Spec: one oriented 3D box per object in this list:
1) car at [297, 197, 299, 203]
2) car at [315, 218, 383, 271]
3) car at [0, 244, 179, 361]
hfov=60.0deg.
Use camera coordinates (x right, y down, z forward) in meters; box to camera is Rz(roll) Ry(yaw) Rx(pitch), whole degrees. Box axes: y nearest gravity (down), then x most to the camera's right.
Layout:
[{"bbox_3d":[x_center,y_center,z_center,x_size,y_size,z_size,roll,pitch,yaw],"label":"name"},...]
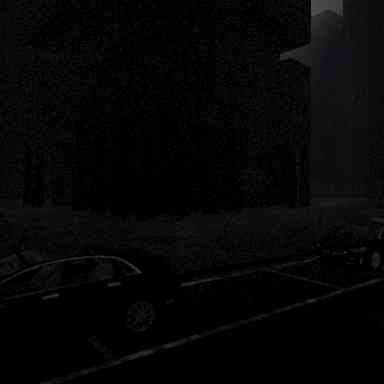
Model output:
[{"bbox_3d":[15.054,0.949,52.861,1.895,1.301,4.718,0,1,-35],"label":"car"},{"bbox_3d":[5.765,1.549,10.759,4.403,1.369,2.008,0,0,-36],"label":"car"},{"bbox_3d":[-2.272,1.547,5.026,4.403,1.369,2.008,0,0,-35],"label":"car"}]
